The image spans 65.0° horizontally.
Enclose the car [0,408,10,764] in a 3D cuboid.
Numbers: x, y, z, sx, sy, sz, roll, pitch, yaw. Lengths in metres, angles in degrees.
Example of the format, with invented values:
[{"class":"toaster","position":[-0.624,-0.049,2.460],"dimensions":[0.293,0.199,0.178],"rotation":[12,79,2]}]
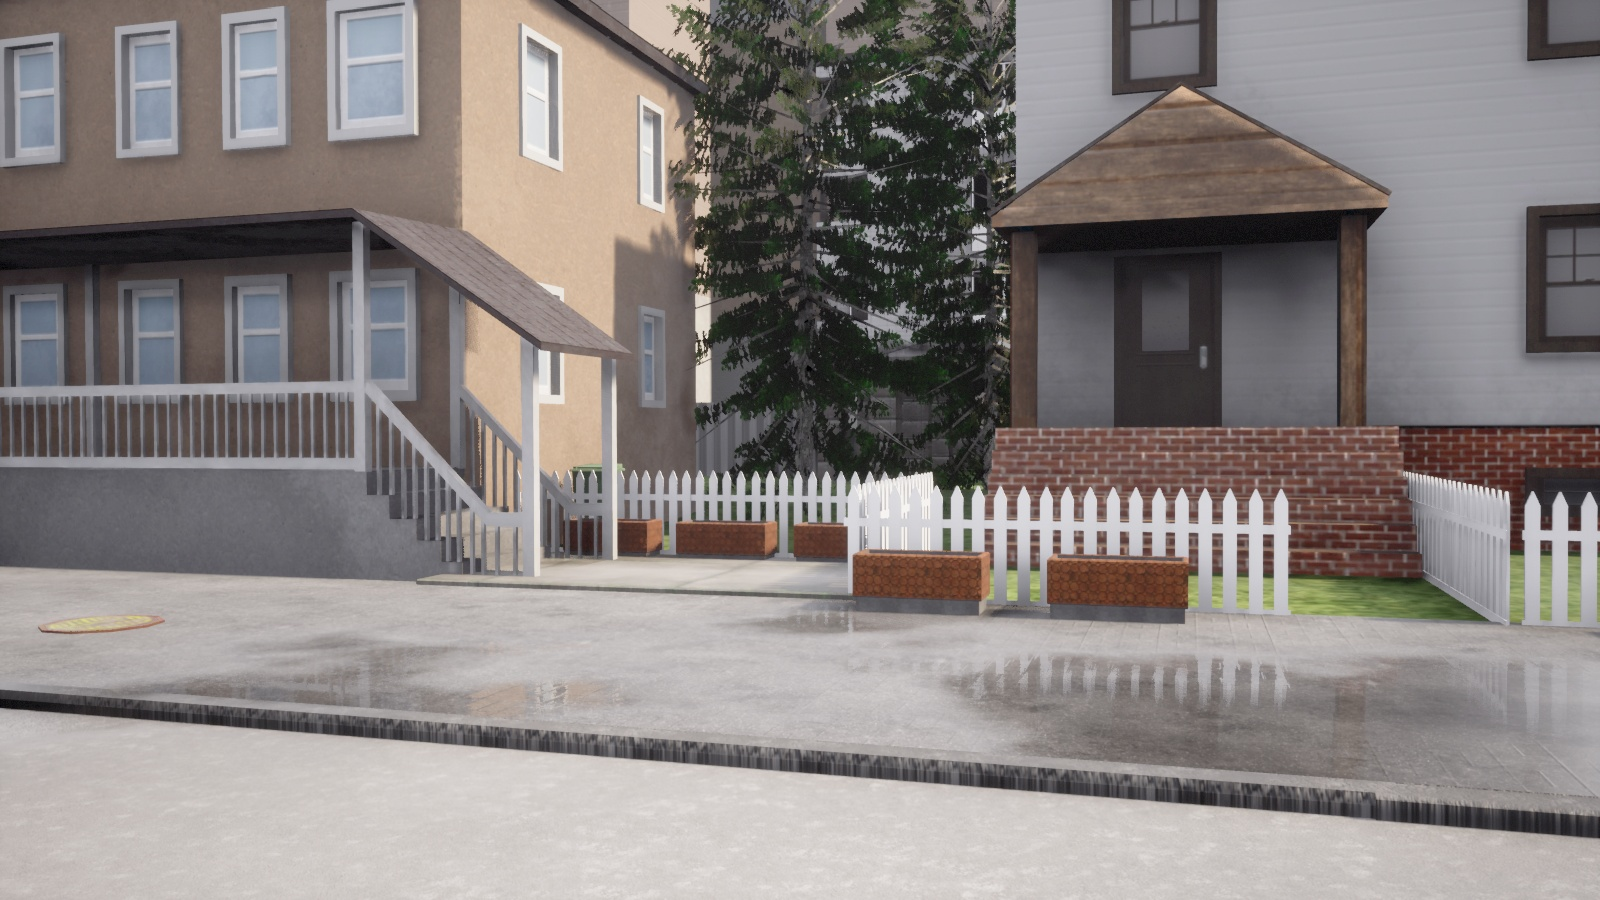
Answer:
[{"class":"car","position":[-5.799,0.616,5.449],"dimensions":[3.988,1.617,1.851],"rotation":[0,1,17]}]
